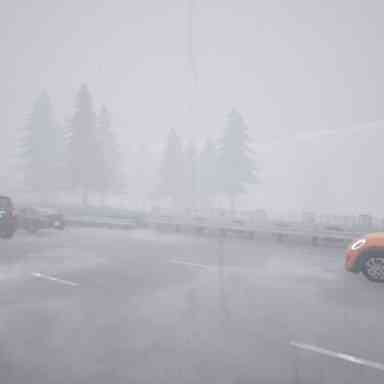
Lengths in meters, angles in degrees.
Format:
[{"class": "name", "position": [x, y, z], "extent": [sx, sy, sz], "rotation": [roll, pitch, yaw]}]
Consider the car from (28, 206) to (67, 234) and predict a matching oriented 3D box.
[{"class": "car", "position": [-9.098, 1.524, 19.135], "extent": [4.674, 1.442, 1.812], "rotation": [0, 0, 36]}]

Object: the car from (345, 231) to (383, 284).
[{"class": "car", "position": [6.270, 1.360, 8.113], "extent": [4.553, 1.767, 2.097], "rotation": [0, 0, 36]}]

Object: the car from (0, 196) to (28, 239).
[{"class": "car", "position": [-10.622, 1.209, 15.962], "extent": [5.566, 2.045, 2.150], "rotation": [-1, -1, 33]}]
